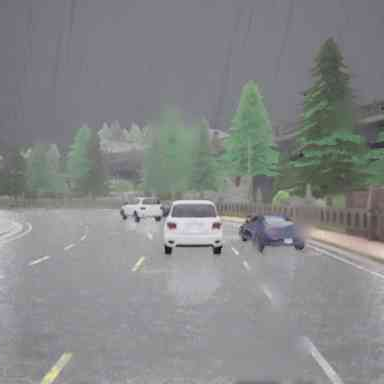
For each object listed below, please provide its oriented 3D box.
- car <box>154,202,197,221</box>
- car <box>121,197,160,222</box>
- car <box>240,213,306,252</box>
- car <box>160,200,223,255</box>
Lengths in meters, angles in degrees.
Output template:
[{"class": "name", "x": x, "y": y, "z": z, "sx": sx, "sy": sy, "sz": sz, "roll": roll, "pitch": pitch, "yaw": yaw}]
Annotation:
[{"class": "car", "x": -1.700, "y": 1.766, "z": 31.246, "sx": 1.882, "sy": 1.535, "sz": 5.008, "roll": 0, "pitch": 0, "yaw": -31}, {"class": "car", "x": -4.480, "y": 1.485, "z": 29.128, "sx": 2.150, "sy": 2.045, "sz": 5.566, "roll": 0, "pitch": 0, "yaw": -30}, {"class": "car", "x": 3.411, "y": 1.661, "z": 14.600, "sx": 1.812, "sy": 1.442, "sz": 4.674, "roll": 0, "pitch": 0, "yaw": -4}, {"class": "car", "x": -0.042, "y": 1.347, "z": 14.079, "sx": 2.150, "sy": 2.045, "sz": 5.566, "roll": 0, "pitch": 0, "yaw": -3}]
